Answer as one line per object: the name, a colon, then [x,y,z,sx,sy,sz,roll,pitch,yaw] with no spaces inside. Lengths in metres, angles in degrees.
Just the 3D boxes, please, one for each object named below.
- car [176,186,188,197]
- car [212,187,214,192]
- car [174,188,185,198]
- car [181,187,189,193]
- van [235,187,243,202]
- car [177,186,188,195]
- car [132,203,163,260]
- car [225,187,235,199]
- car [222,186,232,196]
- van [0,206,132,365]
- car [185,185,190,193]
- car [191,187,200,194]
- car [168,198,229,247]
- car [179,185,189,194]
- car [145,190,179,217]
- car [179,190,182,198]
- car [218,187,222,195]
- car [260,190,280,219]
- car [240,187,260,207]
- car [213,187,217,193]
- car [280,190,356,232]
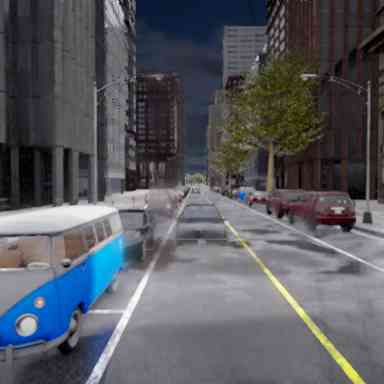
car: [-1.981,0.247,50.489,1.752,1.417,4.829,0,1,0]
car: [6.767,-0.532,84.590,1.752,1.417,4.829,0,1,0]
car: [-2.053,0.576,39.387,1.802,1.307,4.206,0,1,0]
car: [-1.759,-0.514,84.482,1.887,1.381,4.507,0,1,0]
van: [6.473,0.341,39.313,1.690,1.788,3.998,0,1,0]
car: [-1.870,-0.358,67.565,2.192,1.841,5.009,0,1,0]
car: [-2.237,1.268,11.200,1.947,1.339,4.313,0,1,0]
car: [6.545,0.305,50.595,1.802,1.307,4.206,0,1,0]
car: [6.582,0.158,56.230,1.947,1.339,4.313,0,1,0]
van: [-2.273,1.189,5.558,1.690,1.788,3.998,0,2,0]
car: [-1.944,-0.099,56.290,2.192,1.841,5.009,0,1,0]
car: [0.837,-0.315,73.484,2.128,1.511,4.902,0,1,0]
car: [0.347,1.191,13.501,2.033,1.411,5.357,0,2,0]
car: [-1.796,-0.616,78.839,2.192,1.841,5.009,0,1,0]
car: [-2.164,0.857,22.471,1.967,1.590,4.097,0,1,0]
car: [-2.127,0.821,28.111,1.887,1.381,4.507,0,1,0]
car: [6.619,-0.223,61.863,2.192,1.841,5.009,0,1,0]
car: [6.362,0.738,22.399,2.192,1.841,5.009,0,1,0]
car: [6.436,0.581,33.677,1.967,1.590,4.097,0,1,0]
car: [6.729,-0.360,78.782,1.947,1.339,4.313,0,1,0]
car: [6.325,0.880,16.762,2.192,1.841,5.009,0,1,0]
